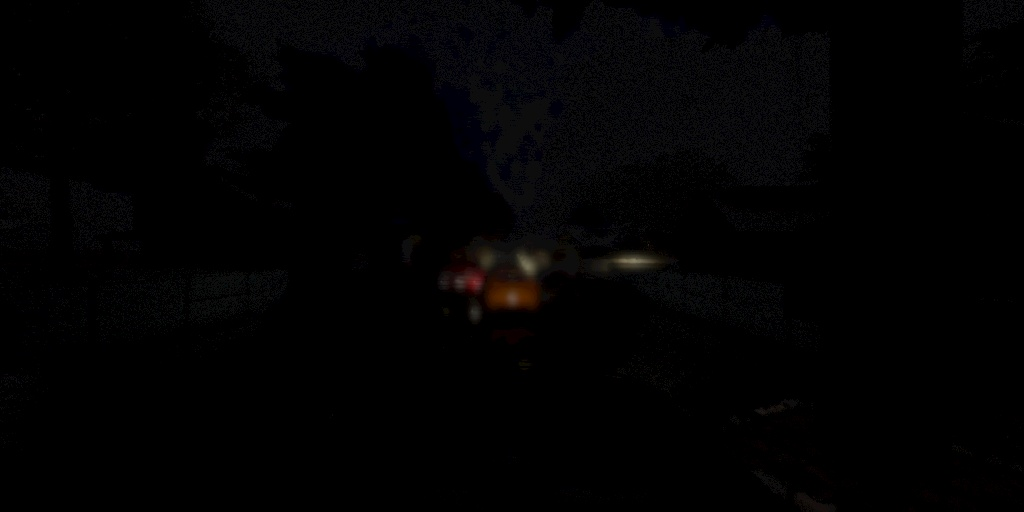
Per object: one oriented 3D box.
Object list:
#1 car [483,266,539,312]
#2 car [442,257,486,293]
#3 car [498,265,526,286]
[{"bbox_3d":[0.053,1.310,14.682,1.882,1.535,5.008,0,0,1],"label":"car"},{"bbox_3d":[-2.779,1.100,22.189,2.150,2.045,5.566,0,-1,1],"label":"car"},{"bbox_3d":[0.030,1.452,27.427,1.994,1.385,4.181,0,0,1],"label":"car"}]
